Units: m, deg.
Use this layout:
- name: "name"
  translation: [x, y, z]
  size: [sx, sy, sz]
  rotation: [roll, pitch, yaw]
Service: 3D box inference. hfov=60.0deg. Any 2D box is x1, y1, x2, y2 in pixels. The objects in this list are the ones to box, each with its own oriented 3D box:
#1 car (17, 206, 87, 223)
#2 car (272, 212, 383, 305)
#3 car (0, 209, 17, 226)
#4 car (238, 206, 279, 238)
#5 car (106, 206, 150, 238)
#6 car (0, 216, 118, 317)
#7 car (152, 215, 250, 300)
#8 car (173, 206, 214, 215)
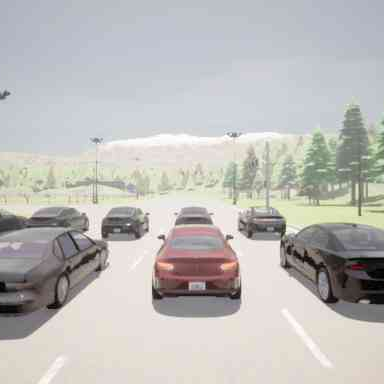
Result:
- name: "car"
  translation: [-6.906, 1.504, 17.535]
  size: [1.837, 1.490, 4.892]
  rotation: [0, 0, 0]
- name: "car"
  translation: [3.599, 1.477, 8.187]
  size: [1.882, 1.535, 5.008]
  rotation: [0, 0, 0]
- name: "car"
  translation: [-10.406, 1.547, 17.035]
  size: [2.033, 1.411, 5.357]
  rotation: [0, 0, 0]
- name: "car"
  translation: [3.595, 1.491, 17.678]
  size: [2.128, 1.511, 4.902]
  rotation: [0, 0, 0]
- name: "car"
  translation: [-3.406, 1.504, 17.524]
  size: [1.837, 1.490, 4.892]
  rotation: [0, 0, 0]
- name: "car"
  translation: [-3.405, 1.547, 7.752]
  size: [2.033, 1.411, 5.357]
  rotation: [0, 0, 0]
- name: "car"
  translation: [0.095, 1.525, 8.278]
  size: [1.812, 1.442, 4.674]
  rotation: [0, 0, 0]
- name: "car"
  translation: [0.094, 1.504, 17.523]
  size: [1.837, 1.490, 4.892]
  rotation: [0, 0, 0]
